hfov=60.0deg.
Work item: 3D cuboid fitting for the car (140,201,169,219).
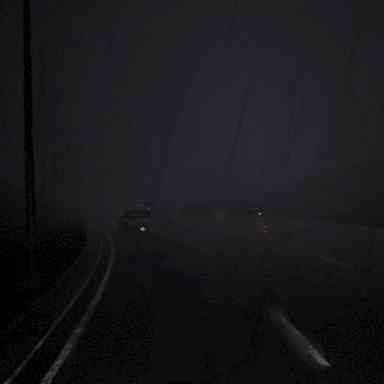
[{"bbox_3d":[-3.739,1.595,31.647,2.097,1.767,4.553,-1,0,-20],"label":"car"}]

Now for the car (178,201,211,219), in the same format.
[{"bbox_3d":[0.148,1.625,31.323,1.882,1.535,5.008,-1,0,-20],"label":"car"}]

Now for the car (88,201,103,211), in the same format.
[{"bbox_3d":[-15.293,2.188,52.761,1.994,1.385,4.181,-1,0,-21],"label":"car"}]

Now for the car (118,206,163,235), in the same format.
[{"bbox_3d":[-3.443,1.783,20.495,1.895,1.301,4.718,-1,0,-19],"label":"car"}]

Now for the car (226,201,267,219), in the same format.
[{"bbox_3d":[4.658,1.533,29.196,1.837,1.490,4.892,-1,-1,-20],"label":"car"}]
